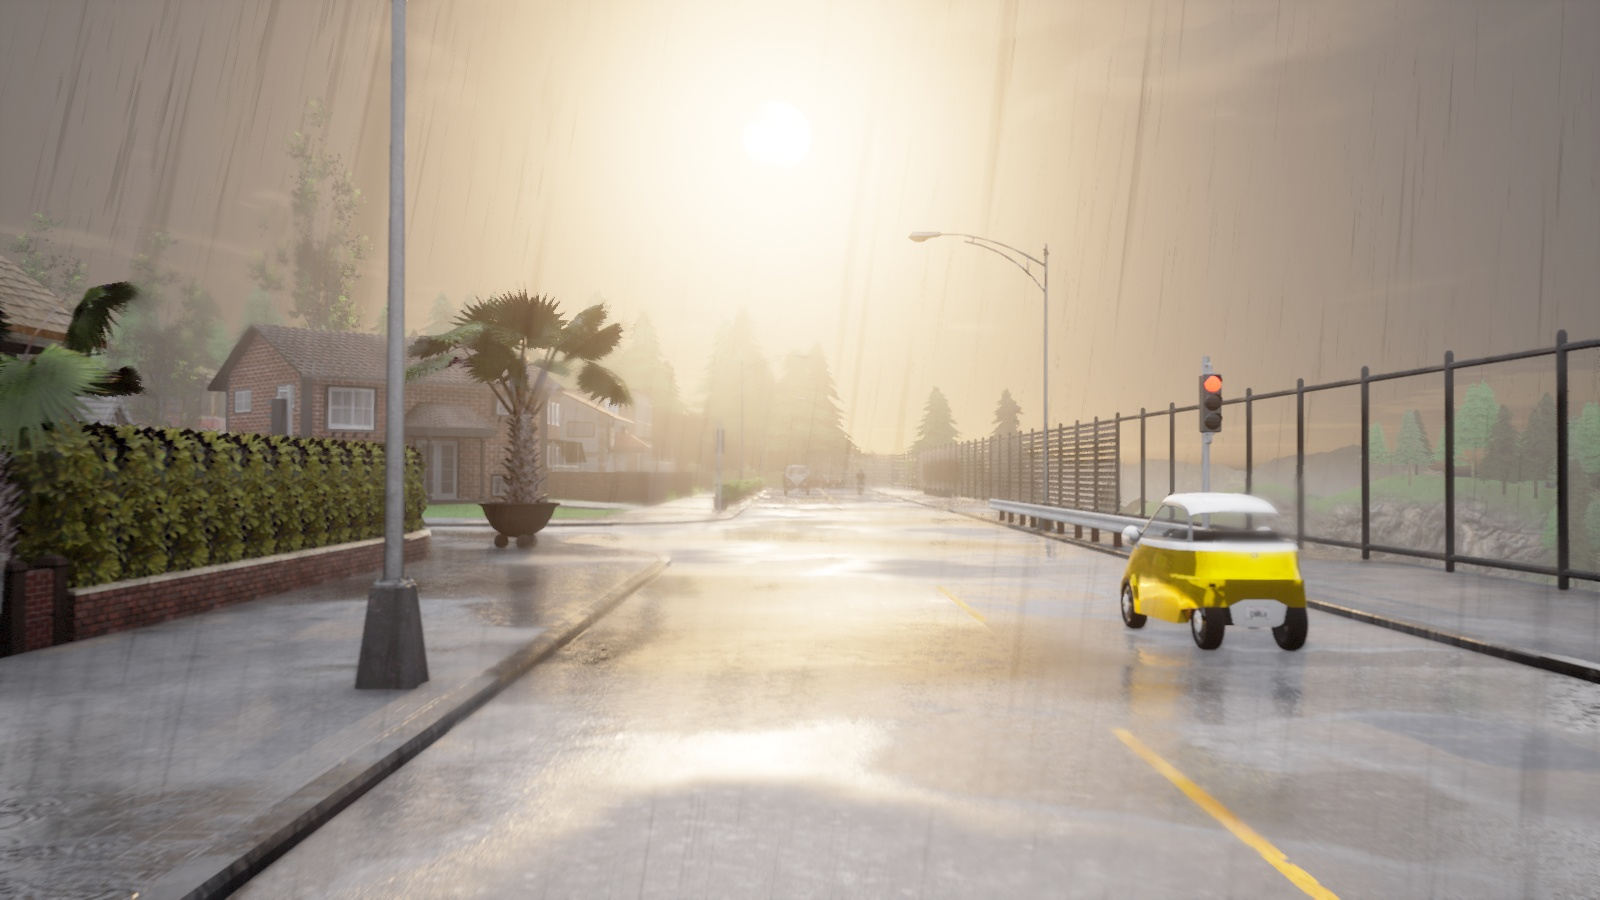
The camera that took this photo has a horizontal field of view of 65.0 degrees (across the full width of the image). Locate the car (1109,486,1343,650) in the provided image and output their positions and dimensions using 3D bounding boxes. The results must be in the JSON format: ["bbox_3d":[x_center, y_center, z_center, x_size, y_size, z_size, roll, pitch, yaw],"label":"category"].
[{"bbox_3d":[3.977,1.058,12.025,1.481,1.376,2.207,0,-1,0],"label":"car"}]

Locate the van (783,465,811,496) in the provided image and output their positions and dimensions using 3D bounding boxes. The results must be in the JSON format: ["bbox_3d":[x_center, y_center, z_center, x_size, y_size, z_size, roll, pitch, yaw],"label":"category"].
[{"bbox_3d":[-0.194,1.980,83.249,1.775,1.987,4.442,0,-1,0],"label":"van"}]
